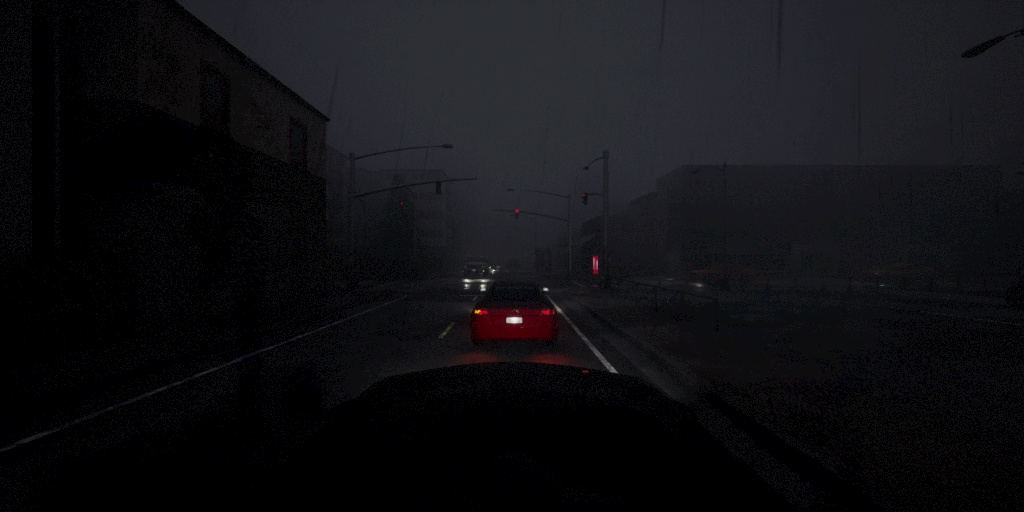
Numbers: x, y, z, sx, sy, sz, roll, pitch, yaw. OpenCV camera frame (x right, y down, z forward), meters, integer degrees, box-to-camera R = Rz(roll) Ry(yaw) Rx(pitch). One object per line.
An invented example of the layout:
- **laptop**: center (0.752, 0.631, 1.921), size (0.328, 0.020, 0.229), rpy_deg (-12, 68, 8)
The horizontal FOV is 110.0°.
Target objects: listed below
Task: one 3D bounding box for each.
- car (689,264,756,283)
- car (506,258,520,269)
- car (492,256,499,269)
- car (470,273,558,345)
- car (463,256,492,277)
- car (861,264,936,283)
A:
- **car**: center (17.302, 1.404, 29.582), size (5.008, 1.535, 1.882), rpy_deg (0, 0, 0)
- **car**: center (0.113, 1.102, 55.434), size (2.097, 1.767, 4.553), rpy_deg (0, 0, 0)
- **car**: center (-3.576, 0.973, 54.883), size (2.150, 2.045, 5.566), rpy_deg (0, 0, 0)
- **car**: center (0.064, 1.314, 9.508), size (1.994, 1.385, 4.181), rpy_deg (0, 0, 0)
- **car**: center (-3.591, 0.980, 36.443), size (2.150, 2.045, 5.566), rpy_deg (0, 0, 0)
- **car**: center (31.787, 1.404, 29.609), size (5.008, 1.535, 1.882), rpy_deg (0, 0, 0)
